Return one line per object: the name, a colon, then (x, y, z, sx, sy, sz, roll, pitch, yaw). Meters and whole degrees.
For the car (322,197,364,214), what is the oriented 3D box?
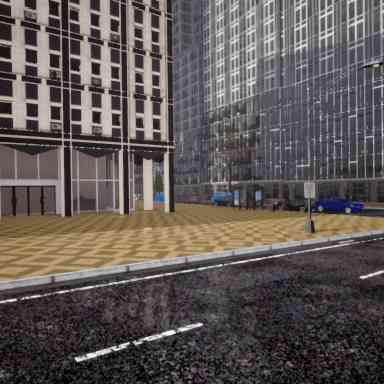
car: (15.016, 1.321, 34.137, 1.882, 1.535, 5.008, -1, 1, -34)

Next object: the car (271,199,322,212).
car: (10.994, 1.424, 35.234, 1.947, 1.339, 4.313, 0, 1, -34)

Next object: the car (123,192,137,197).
car: (-17.098, 0.688, 91.728, 2.008, 1.369, 4.403, 0, 1, -34)

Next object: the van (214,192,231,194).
van: (5.258, 0.855, 58.816, 1.690, 1.788, 3.998, 0, 1, -34)

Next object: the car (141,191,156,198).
car: (-10.711, 0.686, 82.324, 1.967, 1.590, 4.097, 0, 1, -34)

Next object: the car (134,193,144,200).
car: (-11.255, 1.039, 68.216, 2.008, 1.369, 4.403, 0, 1, -34)

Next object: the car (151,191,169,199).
car: (-7.517, 0.615, 77.622, 2.192, 1.841, 5.009, 0, 1, -34)

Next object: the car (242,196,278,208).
car: (8.788, 1.268, 43.309, 1.812, 1.442, 4.674, -1, 1, -34)

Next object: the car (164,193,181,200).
car: (-4.323, 0.936, 72.924, 1.802, 1.307, 4.206, 0, 1, -34)

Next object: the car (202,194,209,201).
car: (2.065, 1.043, 63.521, 1.802, 1.307, 4.206, 0, 1, -34)

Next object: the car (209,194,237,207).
car: (4.669, 1.319, 44.681, 1.947, 1.339, 4.313, 0, 1, -34)

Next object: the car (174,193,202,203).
car: (-0.721, 1.112, 57.377, 1.812, 1.442, 4.674, -1, 1, -34)

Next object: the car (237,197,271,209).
car: (7.815, 1.388, 39.947, 1.802, 1.307, 4.206, 0, 1, -34)

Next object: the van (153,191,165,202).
van: (-4.867, 0.937, 58.810, 1.690, 1.788, 3.998, 0, 1, -34)
